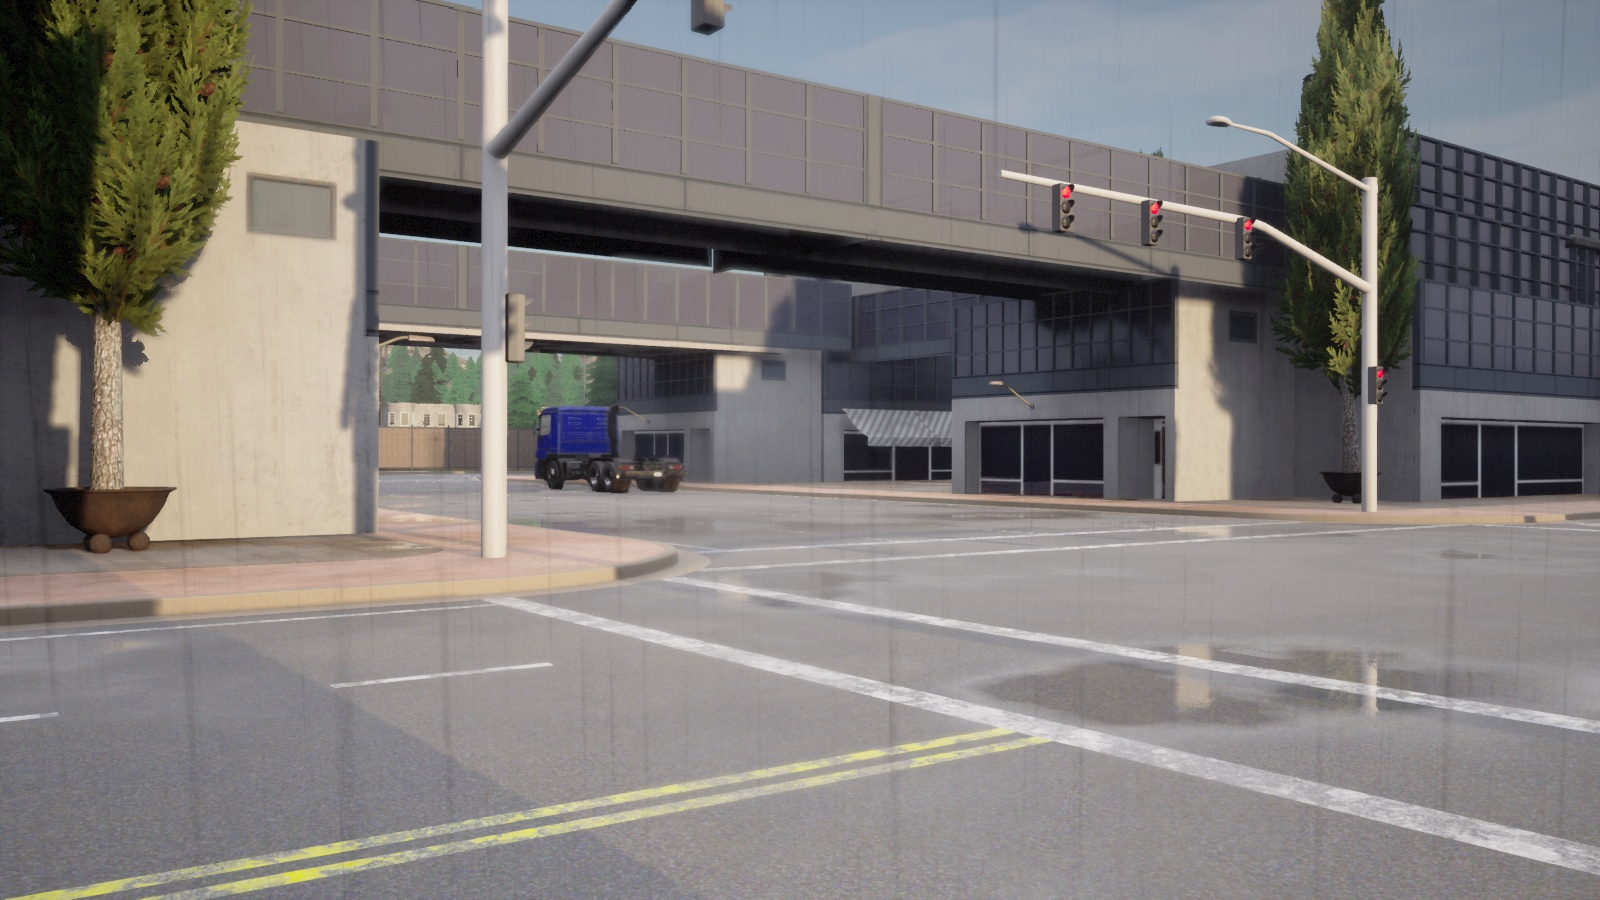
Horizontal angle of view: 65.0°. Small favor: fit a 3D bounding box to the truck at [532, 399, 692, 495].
[{"bbox_3d":[-7.523,-0.101,49.232,2.891,3.462,7.936,0,0,-36],"label":"truck"}]
